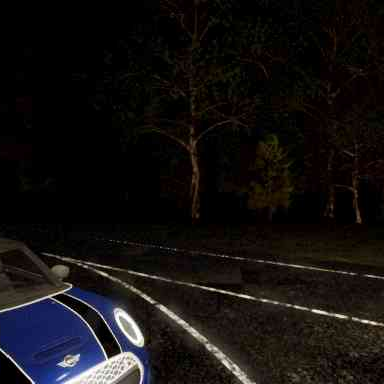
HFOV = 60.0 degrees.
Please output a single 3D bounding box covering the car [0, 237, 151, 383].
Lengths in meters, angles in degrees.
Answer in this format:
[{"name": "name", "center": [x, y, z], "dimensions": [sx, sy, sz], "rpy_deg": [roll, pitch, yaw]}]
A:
[{"name": "car", "center": [-2.619, 1.338, 3.748], "dimensions": [4.553, 1.767, 2.097], "rpy_deg": [1, 0, 35]}]
